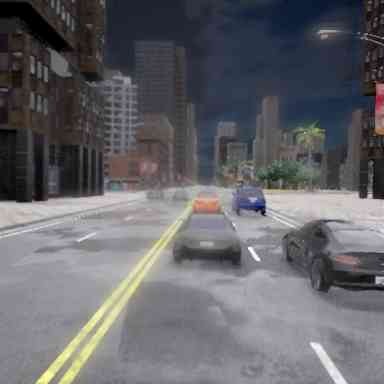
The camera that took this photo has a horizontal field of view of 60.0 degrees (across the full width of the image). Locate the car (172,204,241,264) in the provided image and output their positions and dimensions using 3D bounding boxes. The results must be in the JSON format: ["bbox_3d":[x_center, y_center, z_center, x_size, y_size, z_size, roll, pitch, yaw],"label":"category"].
[{"bbox_3d":[0.500,1.324,10.938,1.994,1.385,4.181,1,1,3],"label":"car"}]

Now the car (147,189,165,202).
[{"bbox_3d":[-4.682,0.444,43.503,1.837,1.490,4.892,1,1,3],"label":"car"}]

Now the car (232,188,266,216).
[{"bbox_3d":[4.474,0.702,26.434,2.150,2.045,5.566,1,1,3],"label":"car"}]

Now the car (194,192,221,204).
[{"bbox_3d":[1.251,0.759,27.250,2.097,1.767,4.553,1,1,3],"label":"car"}]

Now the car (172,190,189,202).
[{"bbox_3d":[-1.437,0.503,43.372,1.837,1.490,4.892,1,1,3],"label":"car"}]

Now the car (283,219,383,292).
[{"bbox_3d":[3.623,1.398,8.375,1.812,1.442,4.674,1,1,3],"label":"car"}]
